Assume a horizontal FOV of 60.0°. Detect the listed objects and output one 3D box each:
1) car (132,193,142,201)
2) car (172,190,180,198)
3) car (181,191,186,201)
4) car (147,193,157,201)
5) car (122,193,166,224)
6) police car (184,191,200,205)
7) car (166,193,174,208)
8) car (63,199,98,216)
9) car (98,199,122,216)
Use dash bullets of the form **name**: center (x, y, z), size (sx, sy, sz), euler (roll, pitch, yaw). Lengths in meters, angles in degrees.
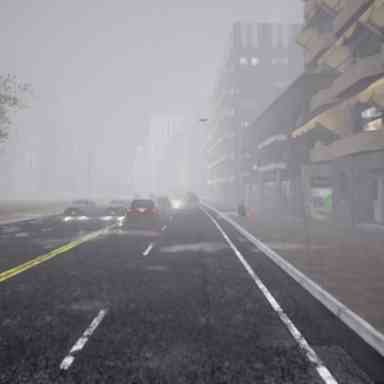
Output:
- **car**: center (-11.936, 1.040, 72.410), size (1.837, 1.490, 4.892), euler (0, 0, -4)
- **car**: center (-3.433, 0.890, 86.917), size (1.994, 1.385, 4.181), euler (0, 0, -6)
- **car**: center (-0.458, 0.826, 62.545), size (2.150, 2.045, 5.566), euler (0, 0, -4)
- **car**: center (-8.697, 1.016, 72.683), size (1.882, 1.535, 5.008), euler (0, 0, -4)
- **car**: center (-3.195, 1.196, 23.187), size (2.097, 1.767, 4.553), euler (0, 0, 0)
- **police car**: center (0.119, 1.087, 52.556), size (1.930, 1.638, 5.238), euler (0, 0, -3)
- **car**: center (-3.593, 1.249, 42.311), size (1.812, 1.442, 4.674), euler (0, 1, -2)
- **car**: center (-9.971, 1.344, 30.496), size (2.033, 1.411, 5.357), euler (0, 0, -1)
- **car**: center (-6.724, 1.343, 30.649), size (2.033, 1.411, 5.357), euler (0, 0, -1)
